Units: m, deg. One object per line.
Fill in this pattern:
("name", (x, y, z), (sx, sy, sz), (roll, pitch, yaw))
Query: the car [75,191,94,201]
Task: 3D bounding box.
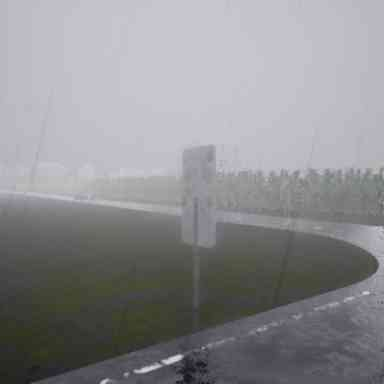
("car", (-16.643, 0.594, 51.395), (2.128, 1.511, 4.902), (1, 1, -36))
